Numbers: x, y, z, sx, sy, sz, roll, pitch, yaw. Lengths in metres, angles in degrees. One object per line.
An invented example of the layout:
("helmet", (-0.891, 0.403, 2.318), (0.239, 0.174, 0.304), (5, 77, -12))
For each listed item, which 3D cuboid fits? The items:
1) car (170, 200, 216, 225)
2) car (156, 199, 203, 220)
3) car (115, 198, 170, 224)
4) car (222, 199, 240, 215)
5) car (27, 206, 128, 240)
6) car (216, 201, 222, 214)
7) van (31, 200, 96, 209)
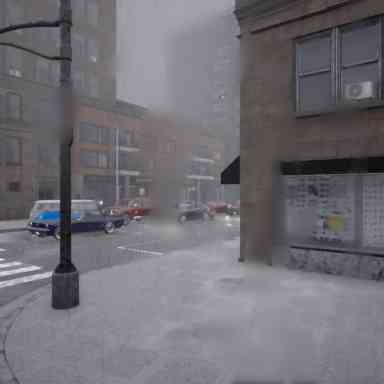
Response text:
("car", (-0.449, 1.529, 24.883), (1.837, 1.490, 4.892), (0, 0, 36))
("car", (-1.002, 1.466, 28.829), (1.967, 1.590, 4.097), (0, 0, 36))
("car", (-4.279, 1.337, 24.293), (2.192, 1.841, 5.009), (0, 0, 36))
("car", (5.323, 1.384, 32.857), (2.097, 1.767, 4.553), (0, 0, 36))
("car", (-5.920, 1.617, 17.353), (1.895, 1.301, 4.718), (0, 0, 37))
("car", (2.276, 1.575, 33.364), (1.887, 1.381, 4.507), (0, 0, 36))
("van", (-7.556, 1.358, 19.757), (1.690, 1.788, 3.998), (0, 0, 36))
